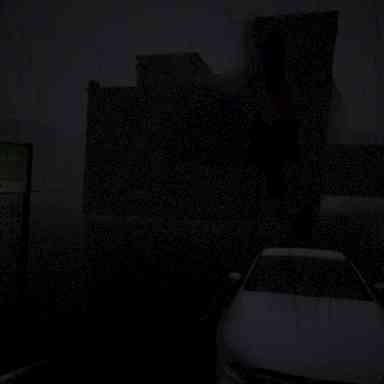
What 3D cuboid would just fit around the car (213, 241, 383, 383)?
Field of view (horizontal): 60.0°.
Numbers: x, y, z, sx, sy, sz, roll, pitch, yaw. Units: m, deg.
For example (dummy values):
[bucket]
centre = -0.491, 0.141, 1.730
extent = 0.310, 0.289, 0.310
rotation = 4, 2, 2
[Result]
[car]
centre = 1.570, 1.509, 4.804
extent = 2.002, 1.452, 4.674
rotation = 1, -1, 15
